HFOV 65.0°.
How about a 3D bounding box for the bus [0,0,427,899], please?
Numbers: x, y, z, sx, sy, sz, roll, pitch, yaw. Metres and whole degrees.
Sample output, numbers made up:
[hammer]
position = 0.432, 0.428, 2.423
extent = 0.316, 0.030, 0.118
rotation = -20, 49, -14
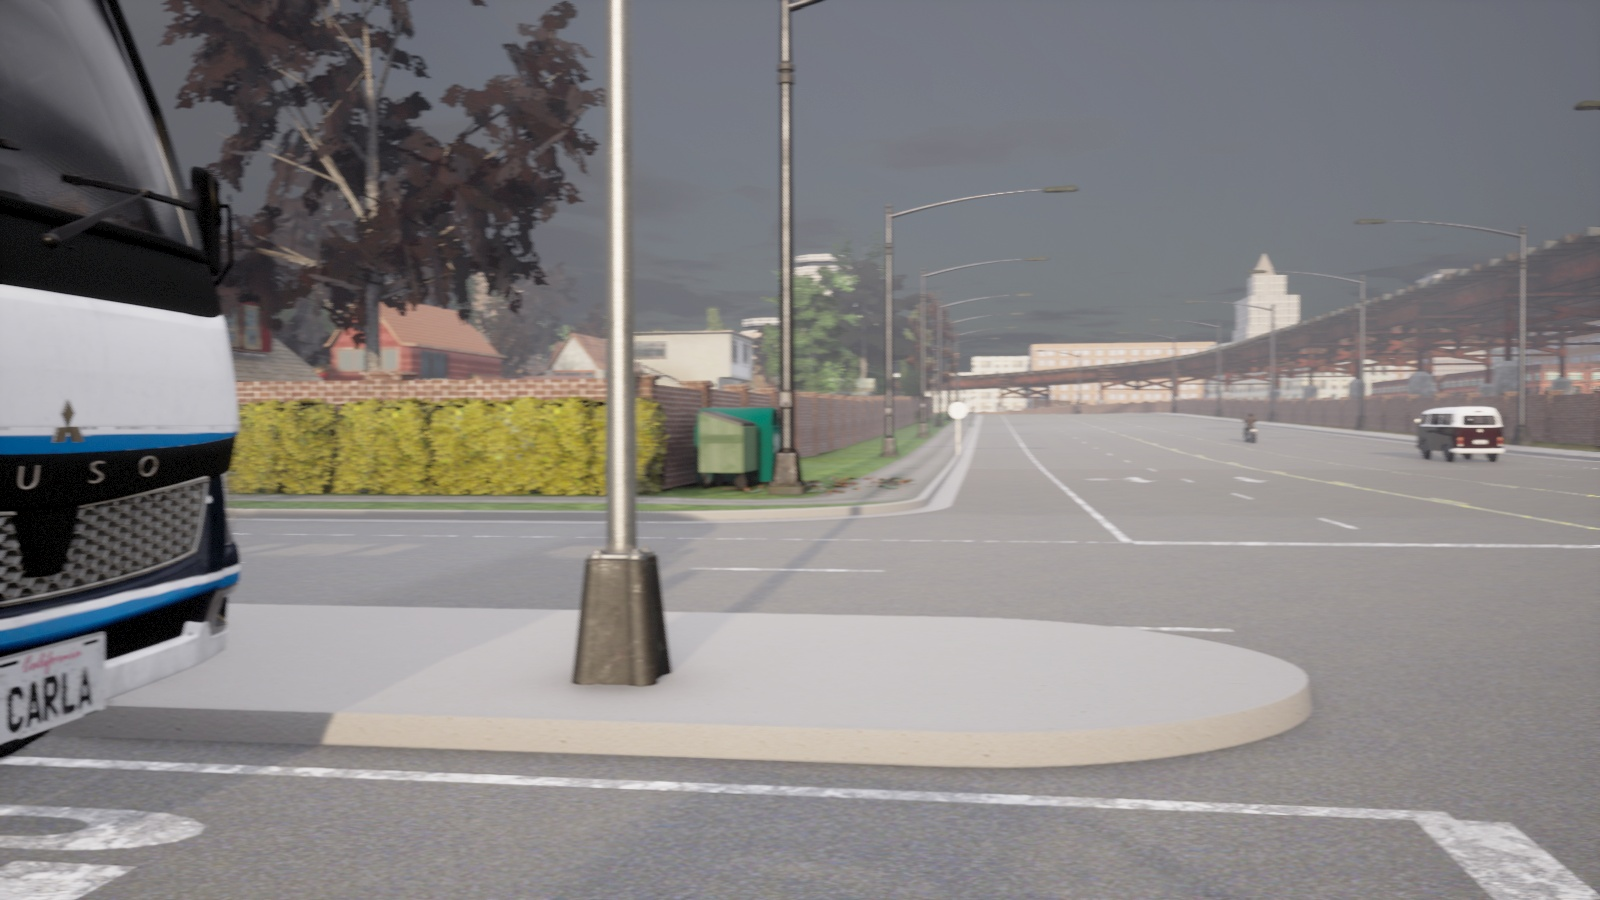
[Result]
[bus]
position = -7.146, -0.679, 4.710
extent = 10.273, 4.253, 3.944
rotation = 0, 1, 4

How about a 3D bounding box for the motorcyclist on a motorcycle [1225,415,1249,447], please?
[motorcyclist on a motorcycle]
position = 23.839, -1.045, 68.528
extent = 0.766, 1.649, 2.350
rotation = 0, 2, 8

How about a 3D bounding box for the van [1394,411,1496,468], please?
[van]
position = 24.420, -0.457, 47.724
extent = 2.069, 2.038, 4.480
rotation = 0, 2, 8
